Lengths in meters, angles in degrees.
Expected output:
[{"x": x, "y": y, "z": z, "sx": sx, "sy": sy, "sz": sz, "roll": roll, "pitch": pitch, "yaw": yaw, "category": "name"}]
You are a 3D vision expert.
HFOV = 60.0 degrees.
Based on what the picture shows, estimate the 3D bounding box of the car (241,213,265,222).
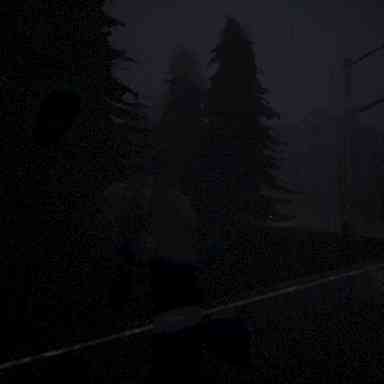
[{"x": 4.921, "y": 1.453, "z": 26.159, "sx": 1.837, "sy": 1.490, "sz": 4.892, "roll": 0, "pitch": 0, "yaw": -35, "category": "car"}]
